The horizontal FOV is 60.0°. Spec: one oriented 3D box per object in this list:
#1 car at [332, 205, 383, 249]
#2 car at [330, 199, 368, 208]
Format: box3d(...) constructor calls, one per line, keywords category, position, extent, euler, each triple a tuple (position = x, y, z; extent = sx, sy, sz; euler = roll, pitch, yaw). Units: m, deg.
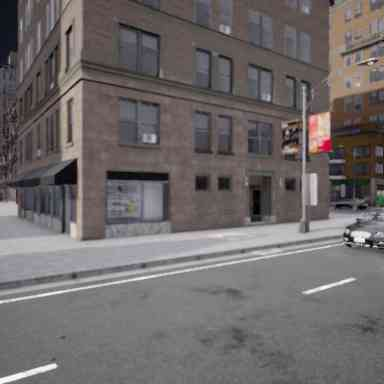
box3d(category="car", position=(8.031, 1.456, 13.380), extent=(4.902, 1.511, 2.128), euler=(0, 0, -35))
box3d(category="car", position=(18.977, 1.478, 40.309), extent=(1.947, 1.339, 4.313), euler=(0, 0, -35))
